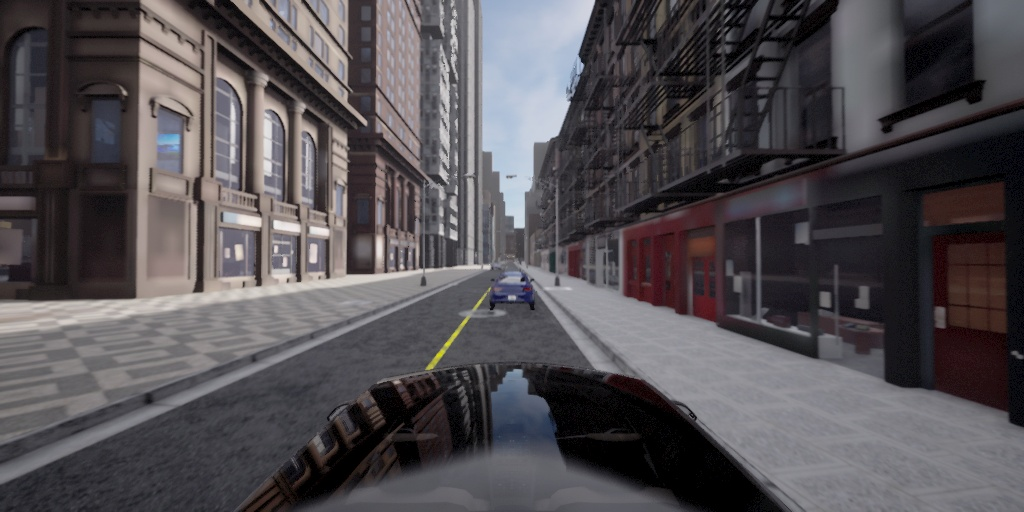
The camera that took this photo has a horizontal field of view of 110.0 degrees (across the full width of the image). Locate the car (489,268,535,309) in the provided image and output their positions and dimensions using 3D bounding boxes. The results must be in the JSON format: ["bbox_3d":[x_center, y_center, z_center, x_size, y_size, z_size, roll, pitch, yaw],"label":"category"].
[{"bbox_3d":[0.024,1.417,15.750,1.812,1.442,4.674,0,0,1],"label":"car"}]

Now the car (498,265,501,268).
[{"bbox_3d":[0.013,1.633,30.109,1.895,1.301,4.718,0,-1,0],"label":"car"}]
